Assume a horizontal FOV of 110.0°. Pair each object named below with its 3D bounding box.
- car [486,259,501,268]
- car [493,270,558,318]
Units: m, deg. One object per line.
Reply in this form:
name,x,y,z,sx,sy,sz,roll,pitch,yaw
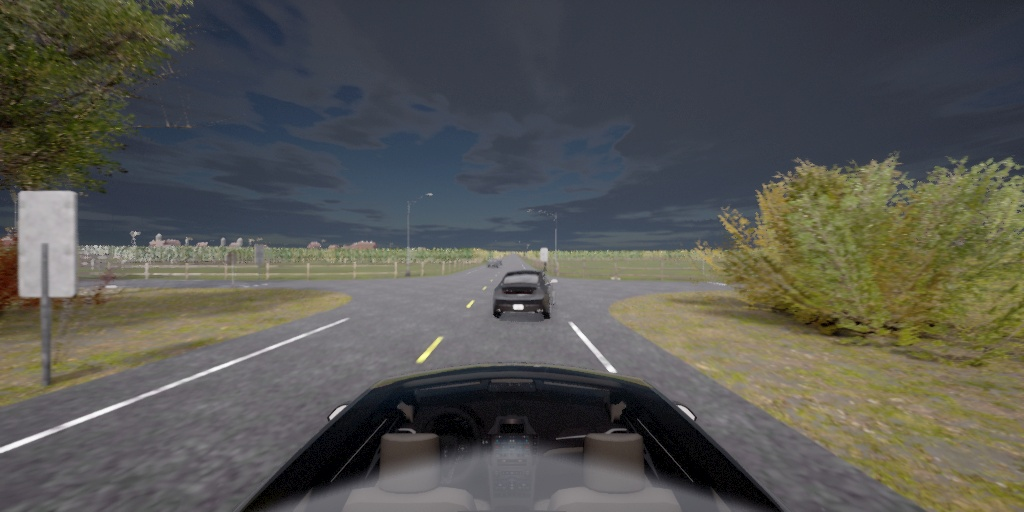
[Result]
car,-3.218,1.246,59.644,1.837,1.490,4.892,0,0,1
car,0.567,1.263,13.098,1.837,1.490,4.892,-1,0,9
